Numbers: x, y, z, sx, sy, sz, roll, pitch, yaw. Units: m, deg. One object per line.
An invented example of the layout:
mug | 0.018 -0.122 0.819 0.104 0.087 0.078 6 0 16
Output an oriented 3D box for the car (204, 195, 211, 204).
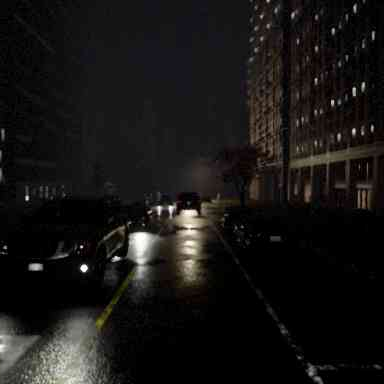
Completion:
car | 2.105 1.147 51.675 1.802 1.307 4.206 -1 0 -1

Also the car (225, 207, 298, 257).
car | 2.553 1.451 12.302 1.947 1.339 4.313 -1 1 -1

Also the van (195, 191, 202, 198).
van | 1.717 0.660 85.421 1.690 1.788 3.998 -1 0 -1

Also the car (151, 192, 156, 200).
car | -6.209 1.151 45.785 1.752 1.417 4.829 -1 0 -1

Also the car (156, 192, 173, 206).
car | -3.507 1.152 45.649 1.812 1.442 4.674 0 0 -1

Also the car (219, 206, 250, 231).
car | 2.489 1.402 17.927 1.947 1.339 4.313 -1 0 -1

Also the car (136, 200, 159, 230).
car | -3.299 1.398 19.550 1.994 1.385 4.181 0 0 -1

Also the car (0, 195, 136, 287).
car | -3.197 1.142 9.496 2.150 2.045 5.566 0 0 -1

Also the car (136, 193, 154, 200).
car | -6.147 1.219 40.330 2.008 1.369 4.403 -1 0 -1

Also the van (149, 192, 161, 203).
van | -6.342 0.881 57.201 1.690 1.788 3.998 -1 0 -1

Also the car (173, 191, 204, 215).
car | -0.279 0.959 30.620 2.150 2.045 5.566 0 1 0

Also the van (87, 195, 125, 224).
van | -5.959 1.147 23.455 1.690 1.788 3.998 -1 0 -1

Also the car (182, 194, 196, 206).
car | -0.459 1.081 47.183 1.882 1.535 5.008 0 0 0

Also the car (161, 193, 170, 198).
car | -6.658 0.887 85.326 2.008 1.369 4.403 -1 0 -1

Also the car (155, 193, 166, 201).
car | -6.466 1.001 68.452 1.887 1.381 4.507 -1 0 -1

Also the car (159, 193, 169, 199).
car | -6.594 0.926 79.702 2.008 1.369 4.403 -1 0 -1
